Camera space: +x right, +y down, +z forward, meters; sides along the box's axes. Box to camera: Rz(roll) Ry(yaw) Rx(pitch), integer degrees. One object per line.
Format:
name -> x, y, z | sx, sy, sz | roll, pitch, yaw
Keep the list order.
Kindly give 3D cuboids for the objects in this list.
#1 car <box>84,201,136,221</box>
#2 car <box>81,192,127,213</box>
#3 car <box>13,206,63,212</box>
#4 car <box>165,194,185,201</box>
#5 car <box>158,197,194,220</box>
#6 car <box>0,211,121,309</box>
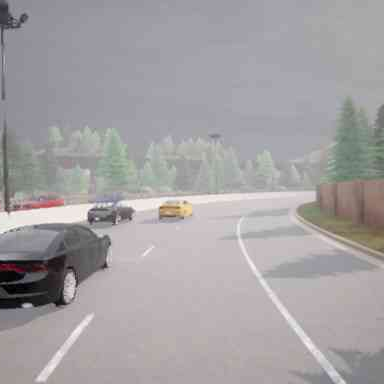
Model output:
car -> -5.369, 1.401, 22.692 | 2.128, 1.511, 4.902 | -1, 0, 10
car -> -9.483, 1.092, 36.334 | 2.150, 2.045, 5.566 | -1, 1, 18
car -> -14.489, 1.218, 31.313 | 2.150, 2.045, 5.566 | -1, 1, 14
car -> -3.339, 1.082, 65.859 | 1.994, 1.385, 4.181 | -1, 1, 33
car -> -1.136, 1.286, 26.060 | 1.882, 1.535, 5.008 | -1, 0, 12
car -> -3.327, 1.470, 8.000 | 1.882, 1.535, 5.008 | -1, 0, 1
